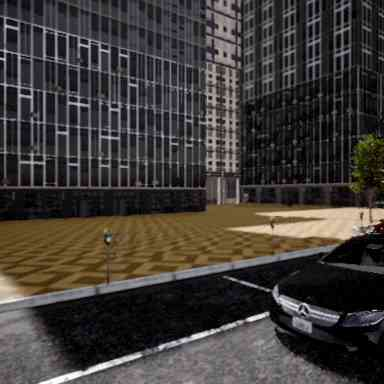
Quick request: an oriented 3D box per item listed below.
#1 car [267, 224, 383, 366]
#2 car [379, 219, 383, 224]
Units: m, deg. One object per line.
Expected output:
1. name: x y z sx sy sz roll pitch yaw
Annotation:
1. car: 3.364 1.506 5.772 4.674 1.442 1.812 0 0 -35
2. car: 8.205 1.395 12.414 4.097 1.590 1.967 0 0 -36
